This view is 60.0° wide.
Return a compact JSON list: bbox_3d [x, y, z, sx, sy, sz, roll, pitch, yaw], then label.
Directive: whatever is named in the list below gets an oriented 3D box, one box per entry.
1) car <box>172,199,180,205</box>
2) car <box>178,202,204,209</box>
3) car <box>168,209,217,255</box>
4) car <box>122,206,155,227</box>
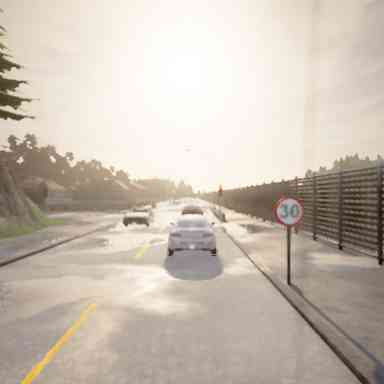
[{"bbox_3d":[-4.005,2.449,82.389,2.033,1.411,5.357,0,-1,0],"label":"car"},{"bbox_3d":[0.023,1.801,29.234,1.882,1.535,5.008,0,0,0],"label":"car"},{"bbox_3d":[0.021,1.680,13.878,1.812,1.442,4.674,0,0,0],"label":"car"},{"bbox_3d":[-4.013,1.834,25.864,2.033,1.411,5.357,0,-1,0],"label":"car"}]
